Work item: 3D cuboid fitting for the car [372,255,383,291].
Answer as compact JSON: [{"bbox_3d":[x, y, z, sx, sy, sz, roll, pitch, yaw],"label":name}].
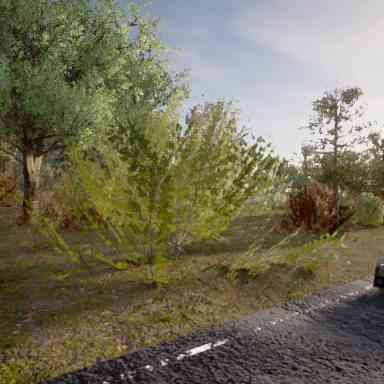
[{"bbox_3d":[5.952,1.576,7.633,4.181,1.385,1.994,0,0,-37],"label":"car"}]
